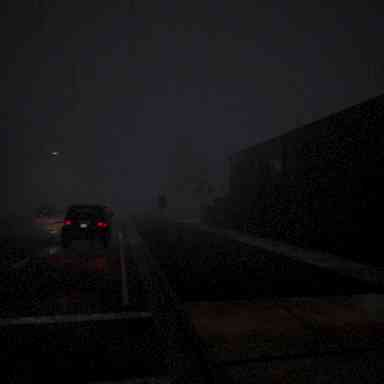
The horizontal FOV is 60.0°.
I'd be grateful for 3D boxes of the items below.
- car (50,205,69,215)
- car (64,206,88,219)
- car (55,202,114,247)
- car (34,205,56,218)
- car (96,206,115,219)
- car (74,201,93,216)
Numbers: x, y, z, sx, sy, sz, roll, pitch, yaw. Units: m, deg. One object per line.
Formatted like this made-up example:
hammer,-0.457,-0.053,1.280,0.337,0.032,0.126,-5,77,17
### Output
car,-20.079,2.749,50.628,1.994,1.385,4.181,2,-2,-13
car,-14.448,2.519,41.730,2.128,1.511,4.902,2,-2,-12
car,-5.447,1.679,17.651,2.150,2.045,5.566,2,-2,-12
car,-17.789,2.419,40.616,1.837,1.490,4.892,2,-2,-12
car,-11.347,2.663,43.942,2.128,1.511,4.902,2,-2,-12
car,-16.663,2.510,51.428,2.150,2.045,5.566,2,-2,-13
